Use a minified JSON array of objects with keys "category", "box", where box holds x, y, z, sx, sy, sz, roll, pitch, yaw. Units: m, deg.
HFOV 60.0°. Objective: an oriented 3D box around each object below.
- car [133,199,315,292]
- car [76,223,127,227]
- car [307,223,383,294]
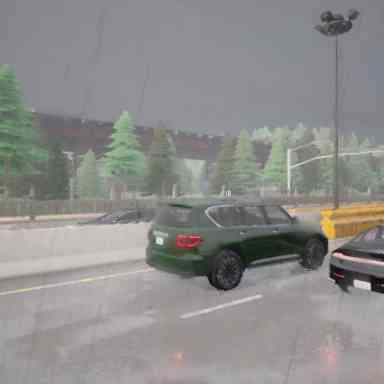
[{"category":"car","box":[1.431,1.202,9.163,5.566,2.045,2.150,0,0,-36]},{"category":"car","box":[-2.901,1.481,14.900,4.892,1.490,1.837,0,0,-36]},{"category":"car","box":[5.048,1.469,7.481,4.902,1.511,2.128,0,0,-36]}]
